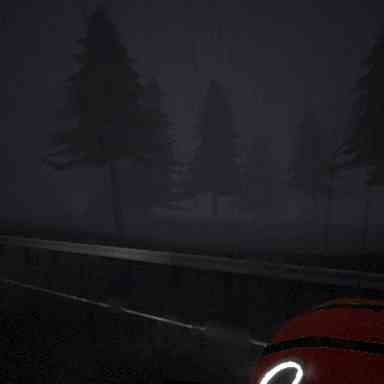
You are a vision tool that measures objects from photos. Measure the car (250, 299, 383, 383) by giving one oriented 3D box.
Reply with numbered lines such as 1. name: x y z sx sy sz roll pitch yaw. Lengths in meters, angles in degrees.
1. car: 2.639 1.353 2.114 4.553 1.767 2.097 0 0 30
